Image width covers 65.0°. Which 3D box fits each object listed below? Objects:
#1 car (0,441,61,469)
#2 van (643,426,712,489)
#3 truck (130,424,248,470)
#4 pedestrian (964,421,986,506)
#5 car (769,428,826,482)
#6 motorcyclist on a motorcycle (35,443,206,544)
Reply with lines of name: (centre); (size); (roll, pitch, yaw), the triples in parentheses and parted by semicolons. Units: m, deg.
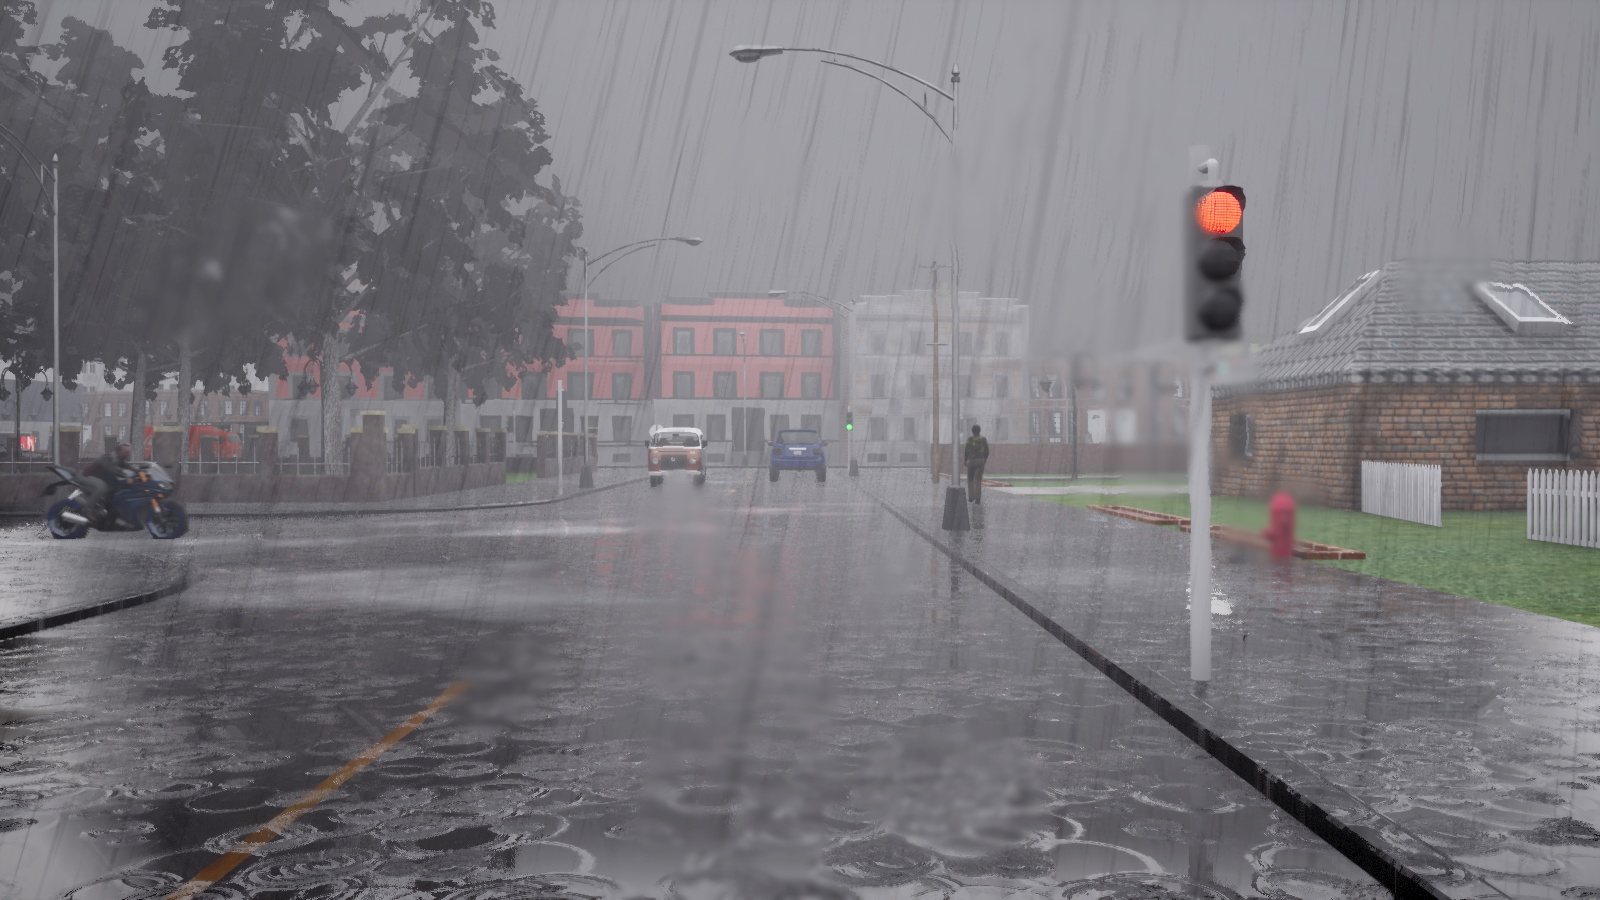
car: (-43.552, 0.280, 68.744); (4.902, 1.511, 2.128); (0, 0, 0)
van: (-4.137, 0.224, 42.958); (2.069, 2.038, 4.480); (0, 0, -2)
truck: (-33.390, -0.155, 68.773); (5.204, 2.467, 2.627); (0, 0, 0)
pedestrian: (3.995, 0.296, 28.748); (0.395, 1.930, 0.692); (0, 0, -1)
car: (-0.089, 0.182, 50.284); (2.150, 2.045, 5.566); (0, 0, 0)
motorcyclist on a motorcycle: (-10.526, 0.663, 19.510); (2.191, 1.530, 0.866); (0, 1, 1)
